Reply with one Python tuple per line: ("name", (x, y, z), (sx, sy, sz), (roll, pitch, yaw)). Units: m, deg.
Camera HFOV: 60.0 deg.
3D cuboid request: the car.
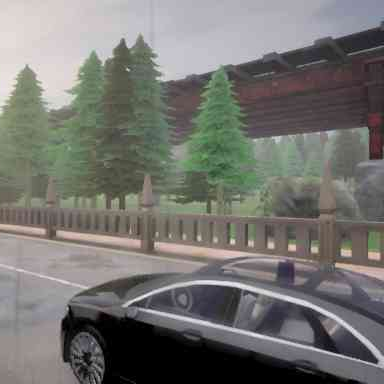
("car", (0.546, 1.492, 3.605), (4.902, 1.511, 2.128), (0, 0, 36))
